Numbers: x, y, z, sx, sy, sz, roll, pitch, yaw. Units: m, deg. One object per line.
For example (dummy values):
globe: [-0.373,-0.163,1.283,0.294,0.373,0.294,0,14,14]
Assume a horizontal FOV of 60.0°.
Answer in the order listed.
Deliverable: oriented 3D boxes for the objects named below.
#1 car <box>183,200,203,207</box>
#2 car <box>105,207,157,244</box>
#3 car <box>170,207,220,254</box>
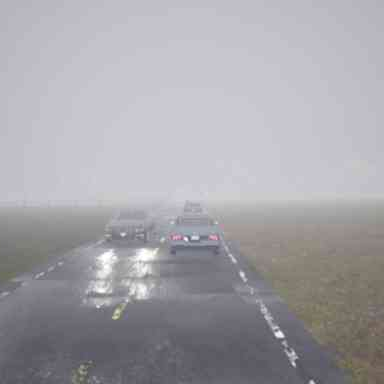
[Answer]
car: [0.098,1.518,33.799,2.128,1.511,4.902,0,0,0]
car: [-2.786,1.517,16.018,1.837,1.490,4.892,0,0,1]
car: [0.101,1.556,13.452,2.033,1.411,5.357,0,0,0]
